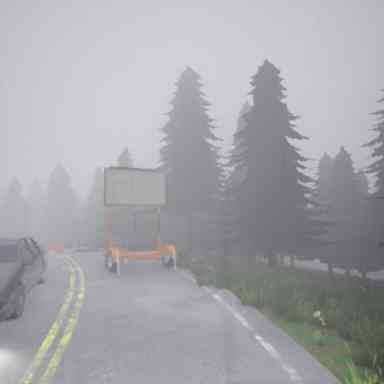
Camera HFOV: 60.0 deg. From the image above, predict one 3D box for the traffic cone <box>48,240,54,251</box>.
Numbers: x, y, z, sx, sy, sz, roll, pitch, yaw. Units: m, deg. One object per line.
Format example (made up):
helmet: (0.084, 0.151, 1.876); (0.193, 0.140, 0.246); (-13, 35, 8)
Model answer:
traffic cone: (-7.904, 3.088, 19.073); (0.340, 0.580, 0.340); (2, -7, -31)

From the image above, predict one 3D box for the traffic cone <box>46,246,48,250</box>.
traffic cone: (-8.932, 3.311, 20.784); (0.340, 0.580, 0.340); (2, -7, -31)

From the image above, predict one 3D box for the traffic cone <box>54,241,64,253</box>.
traffic cone: (-6.879, 2.887, 17.365); (0.340, 0.580, 0.340); (2, -7, -31)

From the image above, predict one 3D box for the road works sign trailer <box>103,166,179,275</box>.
road works sign trailer: (-2.113, 0.916, 12.161); (2.380, 3.560, 2.880); (2, -5, -31)

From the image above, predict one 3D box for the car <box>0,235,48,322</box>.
car: (-4.538, 1.722, 7.618); (2.033, 1.411, 5.357); (1, -3, -16)
